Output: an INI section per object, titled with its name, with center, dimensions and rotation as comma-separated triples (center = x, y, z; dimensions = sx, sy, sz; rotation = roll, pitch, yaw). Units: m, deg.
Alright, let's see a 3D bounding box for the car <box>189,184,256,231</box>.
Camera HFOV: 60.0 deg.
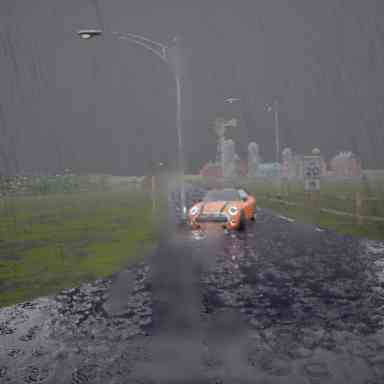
[car]
center = 1.441, 0.589, 14.565
dimensions = 2.097, 1.767, 4.553
rotation = -2, 3, 20
